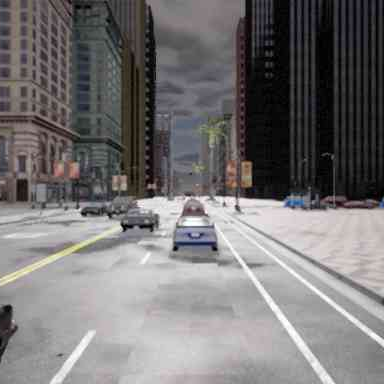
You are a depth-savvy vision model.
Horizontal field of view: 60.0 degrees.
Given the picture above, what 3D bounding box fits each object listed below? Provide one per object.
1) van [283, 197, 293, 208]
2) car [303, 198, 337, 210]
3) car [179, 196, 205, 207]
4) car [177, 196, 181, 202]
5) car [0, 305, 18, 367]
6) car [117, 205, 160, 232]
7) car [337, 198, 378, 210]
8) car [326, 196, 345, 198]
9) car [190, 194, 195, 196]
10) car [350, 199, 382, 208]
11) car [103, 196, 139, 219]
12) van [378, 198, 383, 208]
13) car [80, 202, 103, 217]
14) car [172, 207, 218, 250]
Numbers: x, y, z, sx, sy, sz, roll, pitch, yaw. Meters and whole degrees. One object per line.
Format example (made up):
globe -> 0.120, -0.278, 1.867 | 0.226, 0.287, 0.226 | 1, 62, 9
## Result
van -> 17.146, 1.633, 54.517 | 3.998, 1.788, 1.690 | 0, 0, 0
car -> 17.138, 1.818, 45.992 | 4.403, 1.369, 2.008 | 0, 0, 0
car -> 0.146, 1.537, 32.423 | 2.097, 1.767, 4.553 | 0, 0, 0
car -> -3.113, 1.885, 91.822 | 1.812, 1.442, 4.674 | 0, 0, 0
car -> -3.150, 1.612, 2.113 | 1.895, 1.301, 4.718 | 0, 0, 0
car -> -3.122, 1.719, 20.942 | 1.895, 1.301, 4.718 | 0, 0, 0
car -> 22.815, 1.847, 45.985 | 4.206, 1.307, 1.802 | 0, 0, 0
car -> 22.824, 1.605, 54.510 | 5.009, 1.841, 2.192 | 0, 0, 0
car -> 0.137, 1.901, 91.816 | 2.033, 1.411, 5.357 | 0, 0, 0
car -> 28.502, 1.870, 54.503 | 4.206, 1.307, 1.802 | 0, 0, 0
car -> -6.516, 1.403, 31.977 | 2.150, 2.045, 5.566 | 0, -1, 1
van -> 28.493, 1.605, 45.978 | 3.998, 1.788, 1.690 | 0, 0, 0
car -> -9.745, 1.738, 34.071 | 2.033, 1.411, 5.357 | 0, 0, 1
car -> 0.123, 1.631, 14.729 | 2.033, 1.411, 5.357 | 0, 0, 0
